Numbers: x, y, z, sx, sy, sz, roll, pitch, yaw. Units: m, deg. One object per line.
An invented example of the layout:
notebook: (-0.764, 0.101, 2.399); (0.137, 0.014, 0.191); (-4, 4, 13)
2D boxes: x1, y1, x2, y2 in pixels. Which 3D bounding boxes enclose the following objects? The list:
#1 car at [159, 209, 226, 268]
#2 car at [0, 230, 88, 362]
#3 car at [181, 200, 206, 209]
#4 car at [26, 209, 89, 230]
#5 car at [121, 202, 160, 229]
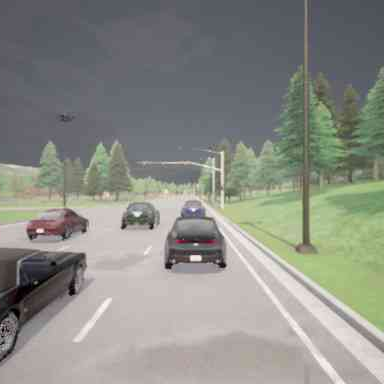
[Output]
car: (0.102, 1.559, 11.501); (1.837, 1.490, 4.892); (0, 0, 0)
car: (-3.401, 1.628, 5.848); (1.895, 1.301, 4.718); (0, 0, 0)
car: (0.103, 1.484, 28.792); (2.097, 1.767, 4.553); (0, 0, 0)
car: (-6.899, 1.606, 17.400); (1.812, 1.442, 4.674); (0, 0, 0)
car: (-3.398, 1.455, 22.725); (2.097, 1.767, 4.553); (0, 0, 0)
